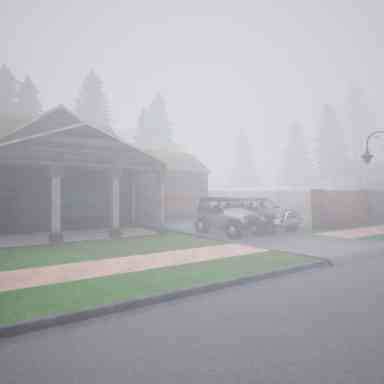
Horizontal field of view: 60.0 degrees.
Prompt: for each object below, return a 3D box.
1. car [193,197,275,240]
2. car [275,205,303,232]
[{"bbox_3d":[1.740,1.176,16.142,1.905,1.878,3.866,0,0,-36],"label":"car"},{"bbox_3d":[3.549,1.174,17.931,1.932,1.855,4.605,0,0,-36],"label":"car"}]
